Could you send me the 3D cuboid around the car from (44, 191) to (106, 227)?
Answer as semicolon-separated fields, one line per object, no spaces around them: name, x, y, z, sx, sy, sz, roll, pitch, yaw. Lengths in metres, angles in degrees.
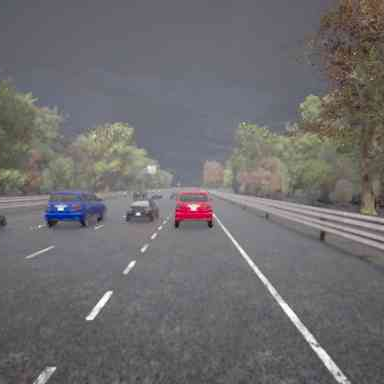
car;-6.901;0.933;20.192;2.150;2.045;5.566;0;1;0

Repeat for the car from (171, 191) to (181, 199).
car;-3.162;0.561;66.608;1.837;1.490;4.892;0;0;0

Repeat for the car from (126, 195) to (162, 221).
car;-3.394;1.191;23.325;1.812;1.442;4.674;0;1;0

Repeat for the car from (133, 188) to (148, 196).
car;-10.167;0.288;65.842;2.150;2.045;5.566;0;1;0

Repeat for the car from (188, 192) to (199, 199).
car;0.317;0.651;64.413;1.994;1.385;4.181;0;1;0

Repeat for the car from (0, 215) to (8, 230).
car;-10.427;1.336;14.683;2.033;1.411;5.357;0;1;0

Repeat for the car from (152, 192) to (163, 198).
car;-6.674;0.681;64.931;1.895;1.301;4.718;0;1;0

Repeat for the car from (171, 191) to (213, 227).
car;0.099;0.931;20.317;2.150;2.045;5.566;0;1;0
